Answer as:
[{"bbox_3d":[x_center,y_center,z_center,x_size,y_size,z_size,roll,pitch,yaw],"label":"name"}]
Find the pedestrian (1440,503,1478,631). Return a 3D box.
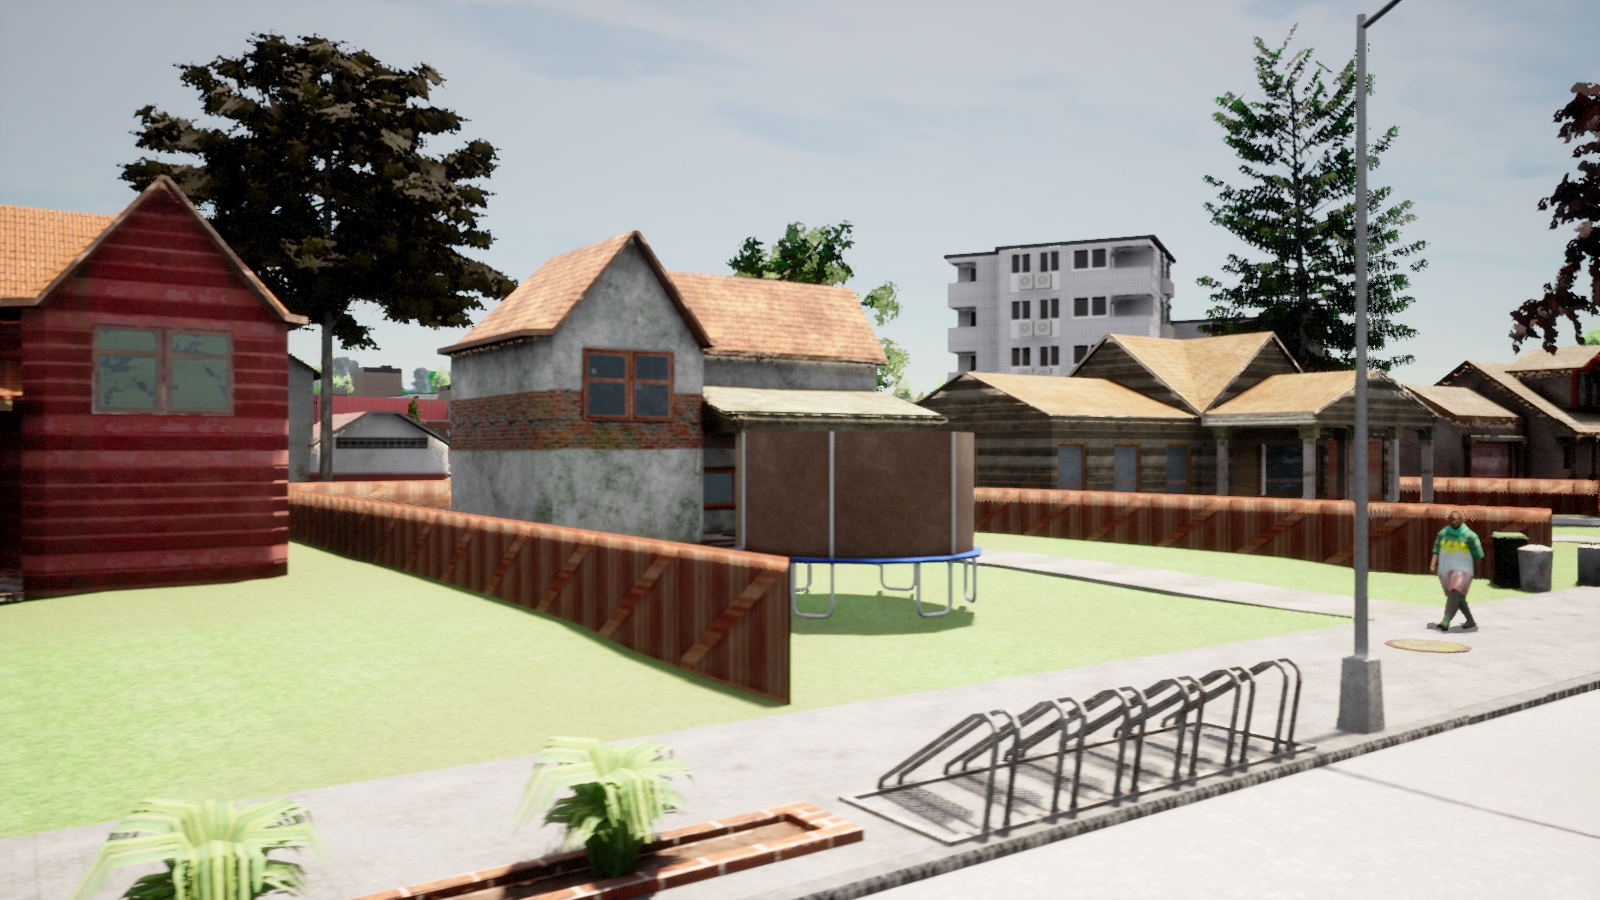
[{"bbox_3d":[9.896,1.743,17.155,0.375,1.860,0.375,0,0,-35],"label":"pedestrian"}]

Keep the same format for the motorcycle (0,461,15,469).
[{"bbox_3d":[-116.088,2.186,167.219,2.033,1.199,0.803,1,0,-35],"label":"motorcycle"}]
